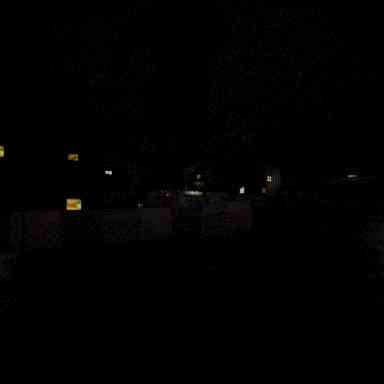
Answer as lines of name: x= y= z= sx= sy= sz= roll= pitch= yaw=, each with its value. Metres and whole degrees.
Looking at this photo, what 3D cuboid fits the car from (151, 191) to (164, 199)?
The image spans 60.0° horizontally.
car: x=-6.440 y=0.639 z=61.681 sx=1.812 sy=1.442 sz=4.674 roll=1 pitch=1 yaw=-21
